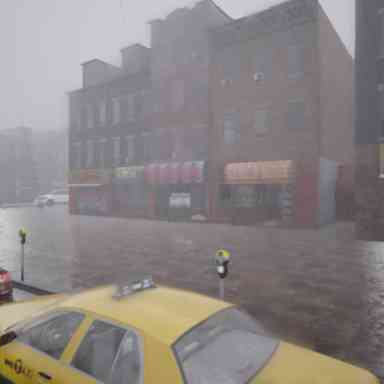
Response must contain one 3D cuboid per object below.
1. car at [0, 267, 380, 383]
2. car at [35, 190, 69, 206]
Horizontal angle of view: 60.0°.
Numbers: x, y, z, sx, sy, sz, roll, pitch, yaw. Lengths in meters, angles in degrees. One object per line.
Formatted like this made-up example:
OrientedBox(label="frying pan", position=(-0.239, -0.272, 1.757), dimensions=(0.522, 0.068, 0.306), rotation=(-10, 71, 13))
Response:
OrientedBox(label="car", position=(-0.768, 1.537, 3.357), dimensions=(4.829, 1.417, 1.752), rotation=(0, 0, 36))
OrientedBox(label="car", position=(-17.404, 0.734, 43.281), dimensions=(2.150, 2.045, 5.566), rotation=(0, 1, 35))
